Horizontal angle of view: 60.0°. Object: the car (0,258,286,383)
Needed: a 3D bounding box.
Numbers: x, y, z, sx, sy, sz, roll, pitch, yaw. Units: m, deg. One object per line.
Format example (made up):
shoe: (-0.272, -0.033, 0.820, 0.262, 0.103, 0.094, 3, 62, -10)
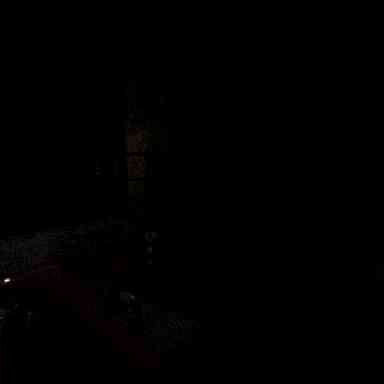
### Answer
car: (-1.379, 1.414, 3.444, 4.507, 1.381, 1.887, 0, 3, 25)
